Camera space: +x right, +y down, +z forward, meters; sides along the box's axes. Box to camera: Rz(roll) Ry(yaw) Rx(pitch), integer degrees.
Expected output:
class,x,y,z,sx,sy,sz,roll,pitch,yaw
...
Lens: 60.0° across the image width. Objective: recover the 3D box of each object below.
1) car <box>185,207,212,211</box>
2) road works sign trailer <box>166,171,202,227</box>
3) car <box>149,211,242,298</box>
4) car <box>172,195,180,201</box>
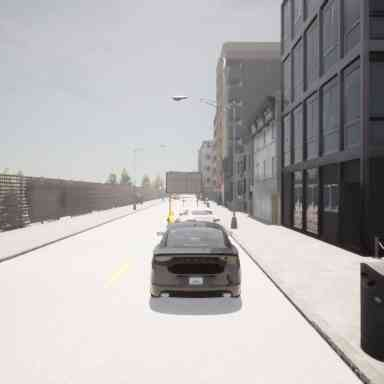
class,x,y,z,sx,sy,sz,roll,pitch,yaw
car,0.331,1.541,17.916,1.812,1.442,4.674,0,-1,-7
road works sign trailer,-0.558,0.464,21.416,2.380,3.560,2.880,0,0,-17
car,0.073,1.478,8.561,1.882,1.535,5.008,0,0,0
car,-4.270,1.477,89.343,1.882,1.535,5.008,0,0,0
